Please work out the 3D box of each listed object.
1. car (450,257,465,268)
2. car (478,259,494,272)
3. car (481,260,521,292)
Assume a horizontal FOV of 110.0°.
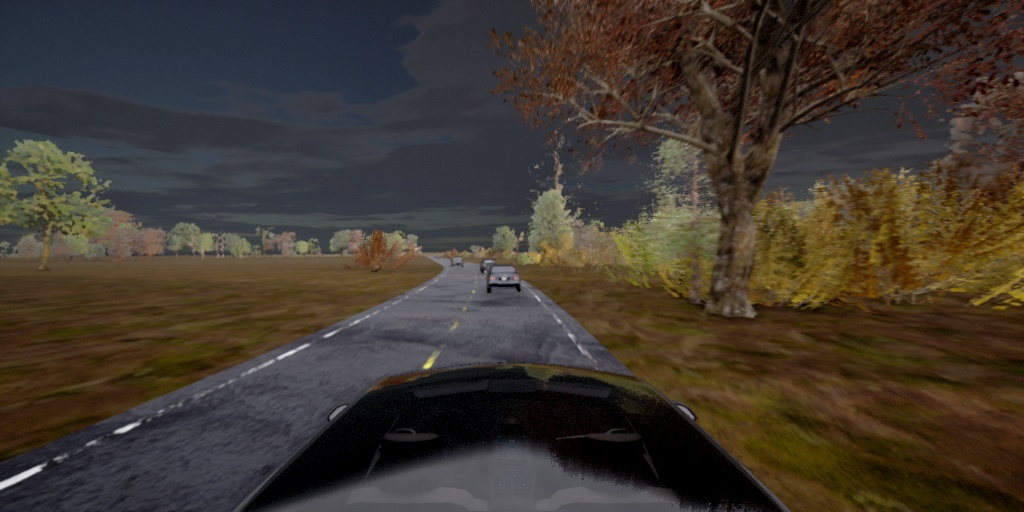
[{"bbox_3d":[-8.106,0.917,53.245,1.837,1.490,4.892,0,0,-11],"label":"car"},{"bbox_3d":[-2.551,1.003,39.168,1.812,1.442,4.674,0,0,-8],"label":"car"},{"bbox_3d":[-0.546,1.154,20.285,2.033,1.411,5.357,0,0,-4],"label":"car"}]
